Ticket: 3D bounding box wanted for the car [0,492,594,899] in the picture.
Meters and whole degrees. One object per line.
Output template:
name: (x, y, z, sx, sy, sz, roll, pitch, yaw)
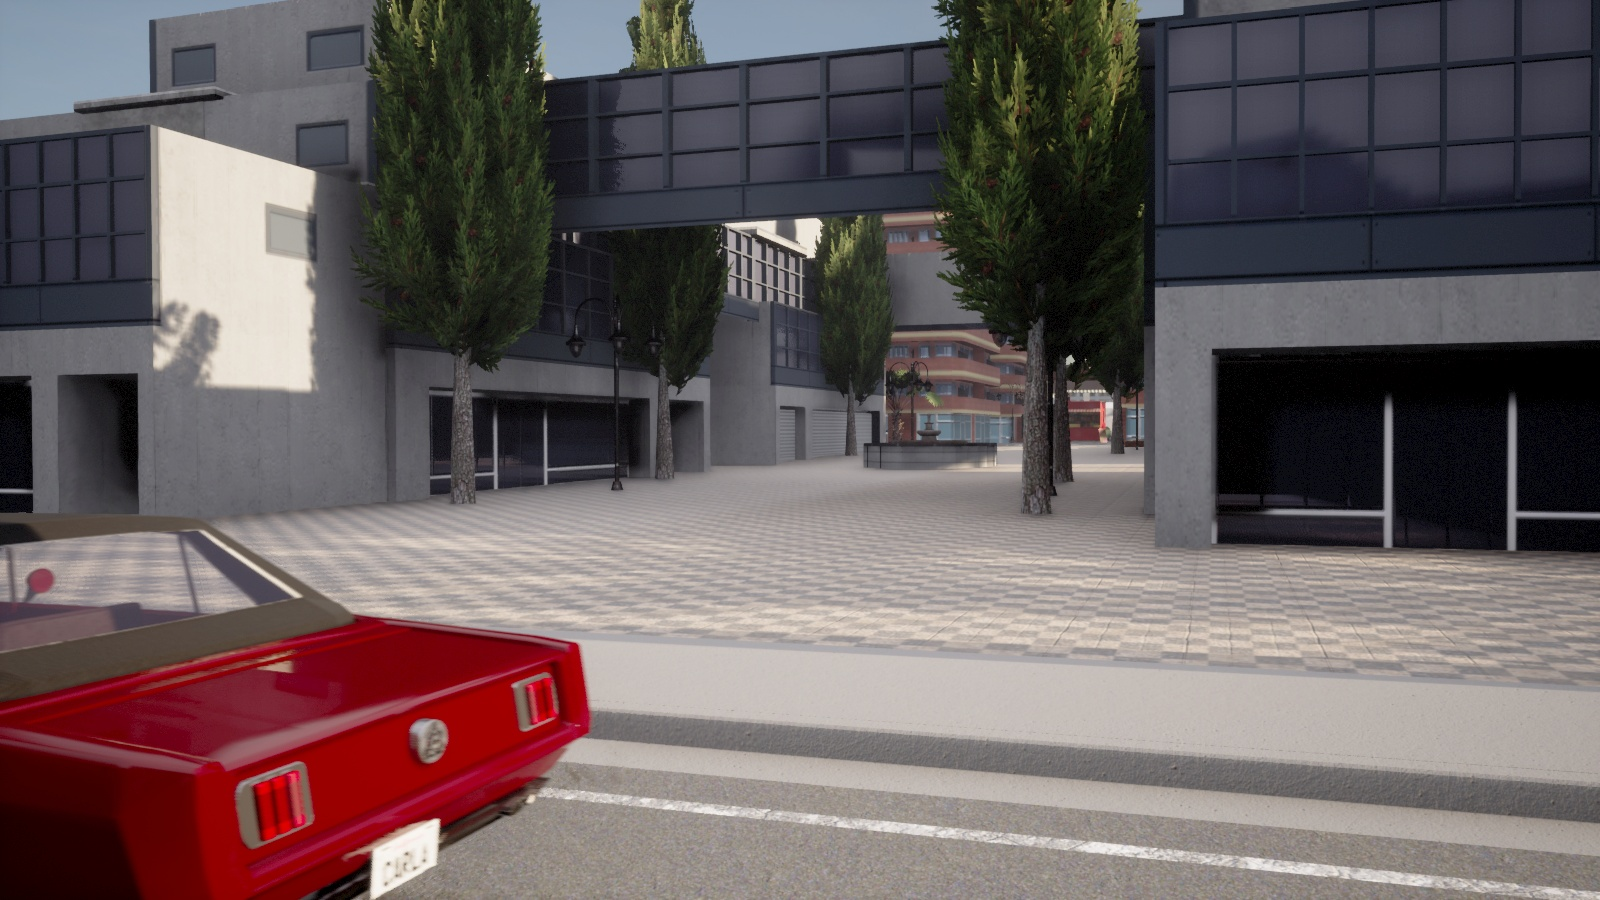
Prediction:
car: (-3.267, 0.846, 4.299, 4.718, 1.301, 1.895, 1, 1, 19)
